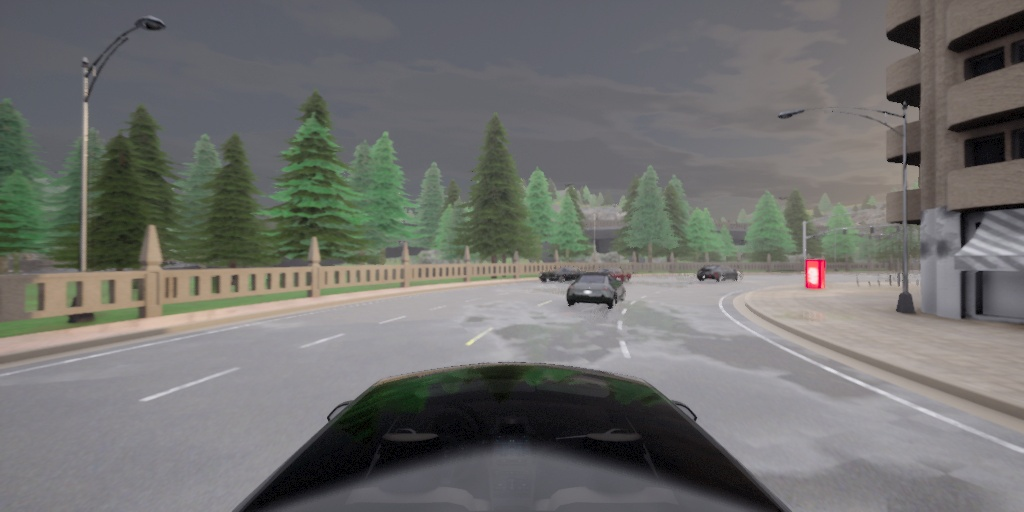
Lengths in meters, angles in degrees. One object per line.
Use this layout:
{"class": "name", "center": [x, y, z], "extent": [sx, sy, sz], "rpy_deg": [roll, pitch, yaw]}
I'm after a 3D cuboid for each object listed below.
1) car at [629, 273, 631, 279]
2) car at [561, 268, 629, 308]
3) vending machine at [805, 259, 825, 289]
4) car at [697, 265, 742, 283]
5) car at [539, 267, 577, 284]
{"class": "car", "center": [7.394, 1.578, 27.966], "extent": [1.895, 1.301, 4.718], "rpy_deg": [0, -1, 44]}
{"class": "car", "center": [3.875, 1.438, 16.197], "extent": [1.994, 1.385, 4.181], "rpy_deg": [0, 0, 24]}
{"class": "vending machine", "center": [19.577, 1.198, 23.150], "extent": [0.880, 2.100, 1.100], "rpy_deg": [0, 0, -37]}
{"class": "car", "center": [18.625, 1.568, 32.174], "extent": [4.892, 1.490, 1.837], "rpy_deg": [1, -1, -31]}
{"class": "car", "center": [4.277, 1.575, 29.702], "extent": [1.895, 1.301, 4.718], "rpy_deg": [0, -1, 42]}
